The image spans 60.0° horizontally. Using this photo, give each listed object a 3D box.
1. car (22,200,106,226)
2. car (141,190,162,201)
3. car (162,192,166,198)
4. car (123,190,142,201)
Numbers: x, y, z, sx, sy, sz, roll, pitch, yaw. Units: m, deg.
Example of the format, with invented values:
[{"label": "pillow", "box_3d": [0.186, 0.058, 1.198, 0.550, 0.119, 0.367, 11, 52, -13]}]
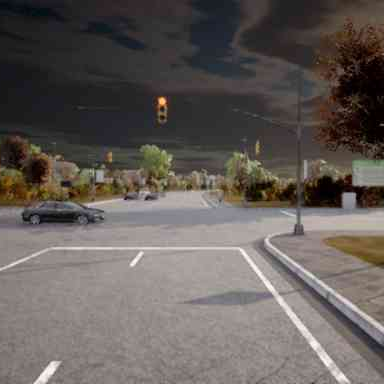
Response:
[{"label": "car", "box_3d": [-7.752, 1.267, 20.307, 4.892, 1.490, 1.837, 0, 1, 3]}, {"label": "car", "box_3d": [-6.959, 0.786, 57.280, 2.033, 1.411, 5.357, 0, 1, 1]}, {"label": "car", "box_3d": [-6.875, 0.585, 72.810, 1.994, 1.385, 4.181, 0, 1, 0]}, {"label": "car", "box_3d": [-10.459, 0.787, 57.294, 2.033, 1.411, 5.357, 0, 1, 1]}]
